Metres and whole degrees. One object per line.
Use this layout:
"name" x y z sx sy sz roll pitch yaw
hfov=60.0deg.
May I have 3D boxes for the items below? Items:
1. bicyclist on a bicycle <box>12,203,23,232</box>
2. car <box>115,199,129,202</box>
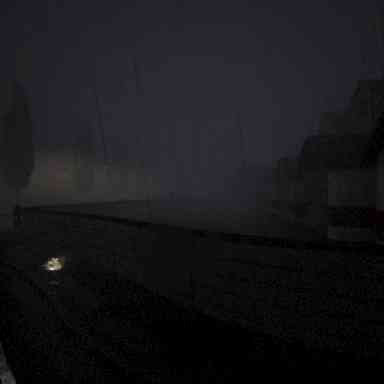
"bicyclist on a bicycle" -10.036 1.461 19.063 0.582 1.620 1.656 1 -1 -21
"car" -10.766 1.852 52.369 2.097 1.767 4.553 0 -1 7
